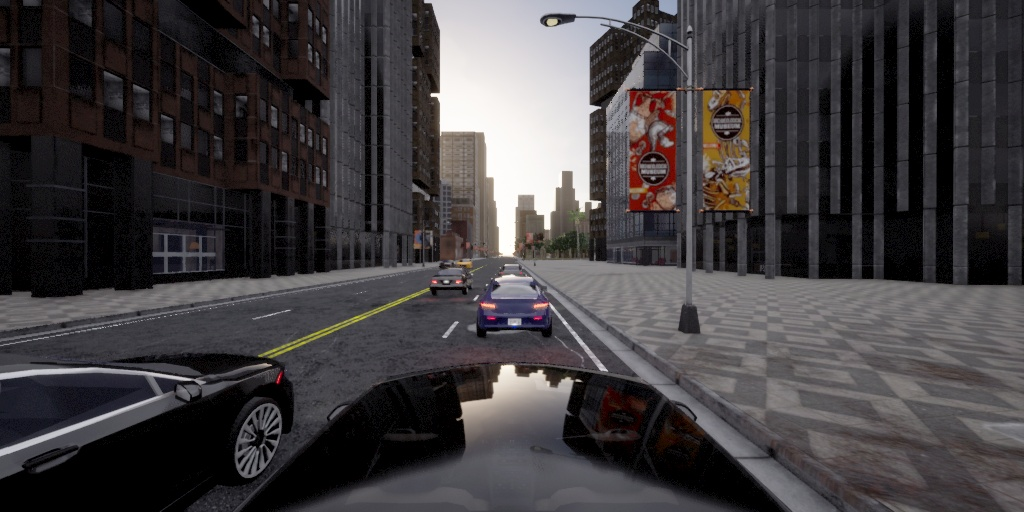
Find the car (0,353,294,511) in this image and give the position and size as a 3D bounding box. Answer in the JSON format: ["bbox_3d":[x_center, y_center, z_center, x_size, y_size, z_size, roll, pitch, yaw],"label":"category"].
[{"bbox_3d":[-3.149,1.242,1.731,2.128,1.511,4.902,0,0,0],"label":"car"}]

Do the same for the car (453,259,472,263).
[{"bbox_3d":[-6.813,1.171,51.623,1.882,1.535,5.008,0,0,0],"label":"car"}]

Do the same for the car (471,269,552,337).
[{"bbox_3d":[0.048,1.274,10.151,1.812,1.442,4.674,0,0,0],"label":"car"}]

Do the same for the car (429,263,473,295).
[{"bbox_3d":[-3.230,1.292,19.769,2.033,1.411,5.357,0,0,-2],"label":"car"}]

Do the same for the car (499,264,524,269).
[{"bbox_3d":[-0.024,1.306,26.840,1.994,1.385,4.181,0,0,0],"label":"car"}]

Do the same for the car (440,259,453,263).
[{"bbox_3d":[-10.050,1.229,55.874,2.033,1.411,5.357,0,0,0],"label":"car"}]
